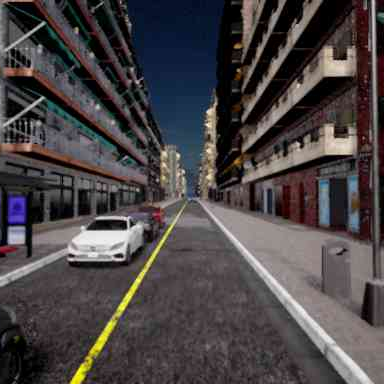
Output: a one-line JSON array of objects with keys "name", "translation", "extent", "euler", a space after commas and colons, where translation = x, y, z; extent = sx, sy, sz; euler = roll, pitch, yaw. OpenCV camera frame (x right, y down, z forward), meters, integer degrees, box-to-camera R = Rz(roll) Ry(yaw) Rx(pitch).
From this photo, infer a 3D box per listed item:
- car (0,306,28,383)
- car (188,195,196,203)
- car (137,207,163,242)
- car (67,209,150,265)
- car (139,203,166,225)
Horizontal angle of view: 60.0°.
[{"name": "car", "translation": [-2.843, 1.571, 2.055], "extent": [1.994, 1.385, 4.181], "euler": [0, 0, 0]}, {"name": "car", "translation": [0.010, 1.965, 78.828], "extent": [1.895, 1.301, 4.718], "euler": [0, 0, 0]}, {"name": "car", "translation": [-2.748, 1.666, 16.582], "extent": [1.994, 1.385, 4.181], "euler": [0, 0, 0]}, {"name": "car", "translation": [-2.844, 1.564, 11.920], "extent": [1.812, 1.442, 4.674], "euler": [0, 0, 0]}, {"name": "car", "translation": [-2.833, 1.556, 22.338], "extent": [1.882, 1.535, 5.008], "euler": [0, 0, 0]}]
